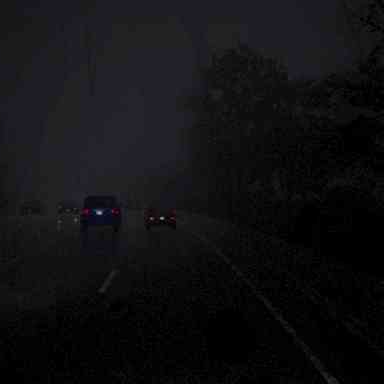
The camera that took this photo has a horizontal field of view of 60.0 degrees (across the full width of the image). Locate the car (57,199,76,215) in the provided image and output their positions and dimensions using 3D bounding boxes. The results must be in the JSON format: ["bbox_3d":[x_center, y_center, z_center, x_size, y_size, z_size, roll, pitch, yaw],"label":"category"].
[{"bbox_3d":[-12.680,1.524,34.374,1.837,1.490,4.892,0,-1,-17],"label":"car"}]

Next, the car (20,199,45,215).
[{"bbox_3d":[-16.186,1.526,33.910,1.837,1.490,4.892,0,0,-18],"label":"car"}]

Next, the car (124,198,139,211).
[{"bbox_3d":[-7.441,1.509,40.738,2.128,1.511,4.902,0,0,-19],"label":"car"}]

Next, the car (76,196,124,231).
[{"bbox_3d":[-5.549,1.232,20.757,2.150,2.045,5.566,0,0,-11],"label":"car"}]

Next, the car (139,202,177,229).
[{"bbox_3d":[-2.165,1.555,21.543,2.033,1.411,5.357,0,0,-11],"label":"car"}]
